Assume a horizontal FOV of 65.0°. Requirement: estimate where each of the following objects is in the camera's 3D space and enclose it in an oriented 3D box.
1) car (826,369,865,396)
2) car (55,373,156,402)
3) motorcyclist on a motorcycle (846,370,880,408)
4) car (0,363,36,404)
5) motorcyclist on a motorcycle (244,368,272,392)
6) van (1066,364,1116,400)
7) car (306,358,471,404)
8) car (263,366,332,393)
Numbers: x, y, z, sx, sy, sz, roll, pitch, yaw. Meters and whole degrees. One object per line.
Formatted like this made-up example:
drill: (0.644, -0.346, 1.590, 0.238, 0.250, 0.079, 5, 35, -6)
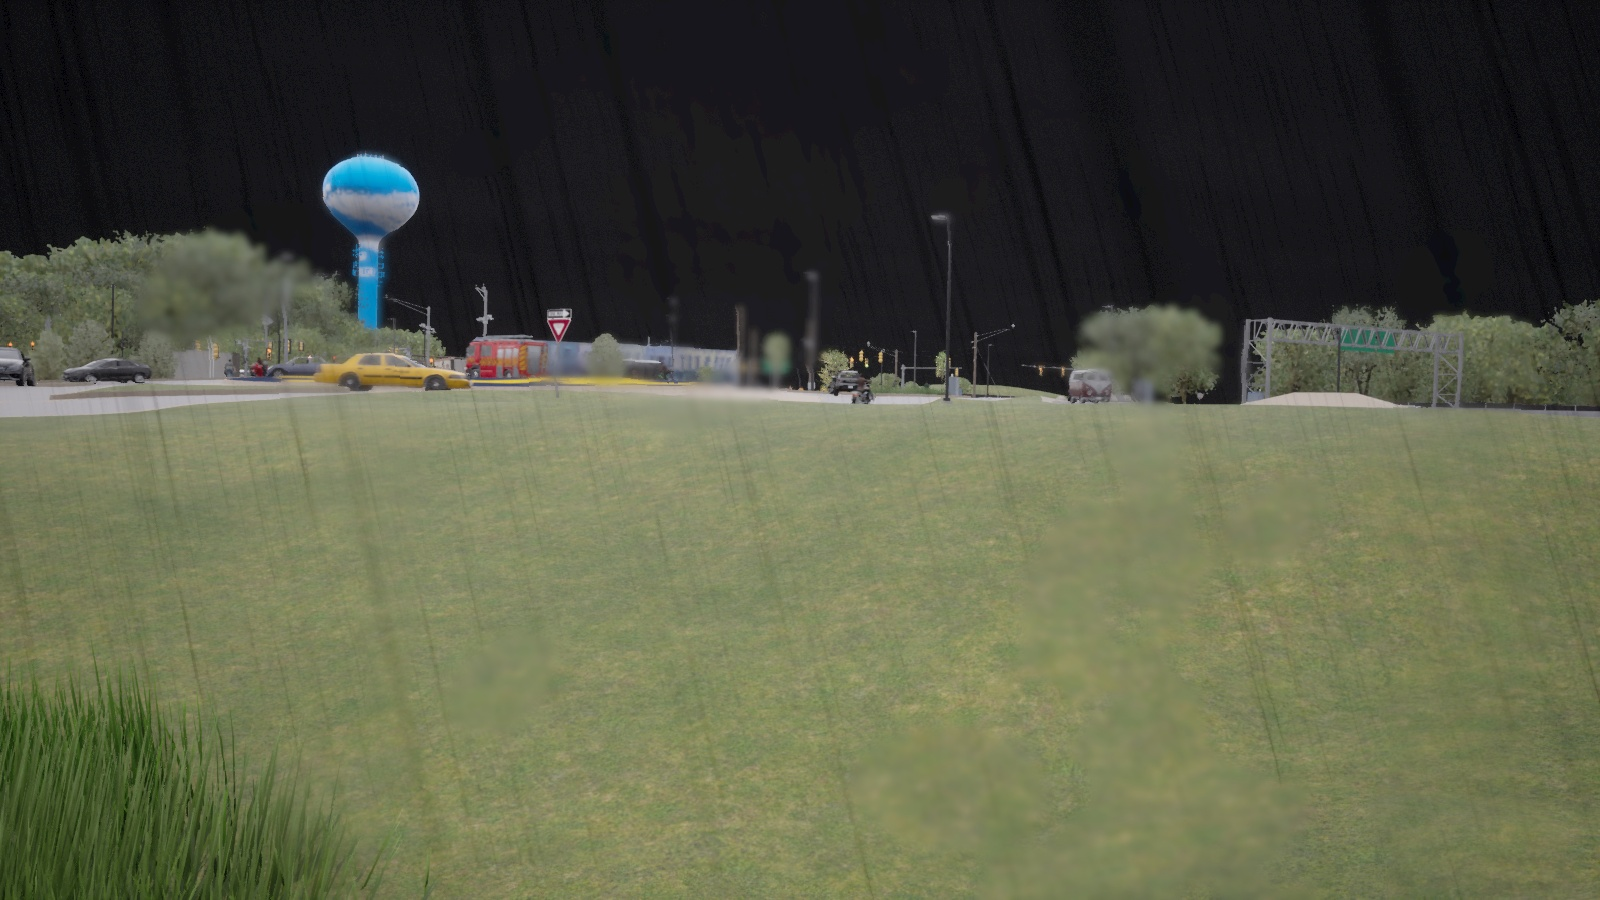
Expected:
car: (2.626, -3.948, 73.257, 1.816, 1.474, 4.193, 1, 3, -4)
car: (-40.952, -3.729, 74.137, 1.837, 1.490, 4.892, 2, 6, 31)
motorcyclist on a motorcycle: (2.964, -2.870, 58.861, 0.766, 1.649, 2.350, 0, 5, 25)
car: (-29.911, -2.461, 46.919, 1.812, 1.442, 4.674, -1, 2, -25)
motorcyclist on a motorcycle: (-36.660, -4.743, 84.931, 0.797, 1.523, 2.044, 1, 4, 6)
van: (16.650, -3.909, 72.121, 1.775, 1.987, 4.442, 1, 4, 0)
car: (-14.813, -2.484, 45.435, 5.366, 1.575, 1.801, 0, 1, -4)
car: (-30.563, -4.299, 76.546, 3.806, 1.475, 1.970, -2, 3, -20)
